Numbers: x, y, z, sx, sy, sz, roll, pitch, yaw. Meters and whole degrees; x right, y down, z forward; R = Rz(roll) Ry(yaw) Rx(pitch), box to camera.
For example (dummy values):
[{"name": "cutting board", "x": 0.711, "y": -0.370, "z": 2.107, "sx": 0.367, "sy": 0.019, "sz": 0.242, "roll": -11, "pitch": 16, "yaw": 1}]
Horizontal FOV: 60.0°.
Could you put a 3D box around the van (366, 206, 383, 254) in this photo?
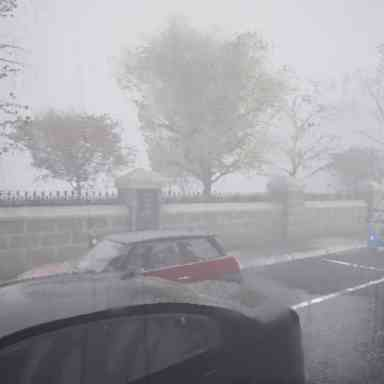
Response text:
[{"name": "van", "x": 8.097, "y": 1.392, "z": 12.342, "sx": 3.998, "sy": 1.788, "sz": 1.690, "roll": 0, "pitch": 0, "yaw": -36}]

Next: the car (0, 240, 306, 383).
[{"name": "car", "x": -1.245, "y": 1.479, "z": 2.491, "sx": 5.008, "sy": 1.535, "sz": 1.882, "roll": 0, "pitch": 0, "yaw": -36}]

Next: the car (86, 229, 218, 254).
[{"name": "car", "x": -1.067, "y": 1.449, "z": 5.798, "sx": 4.097, "sy": 1.590, "sz": 1.967, "roll": 0, "pitch": 0, "yaw": -36}]
